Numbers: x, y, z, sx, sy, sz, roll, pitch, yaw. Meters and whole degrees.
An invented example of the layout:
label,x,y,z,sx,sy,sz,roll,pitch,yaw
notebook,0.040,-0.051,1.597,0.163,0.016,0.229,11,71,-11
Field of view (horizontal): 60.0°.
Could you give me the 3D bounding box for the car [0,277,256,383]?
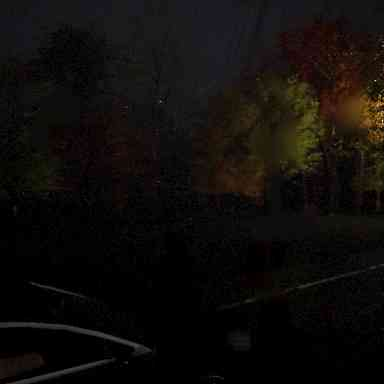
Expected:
label,x,y,z,sx,sy,sz,roll,pitch,yaw
car,-1.604,1.491,2.603,4.902,1.511,2.128,0,0,-36
